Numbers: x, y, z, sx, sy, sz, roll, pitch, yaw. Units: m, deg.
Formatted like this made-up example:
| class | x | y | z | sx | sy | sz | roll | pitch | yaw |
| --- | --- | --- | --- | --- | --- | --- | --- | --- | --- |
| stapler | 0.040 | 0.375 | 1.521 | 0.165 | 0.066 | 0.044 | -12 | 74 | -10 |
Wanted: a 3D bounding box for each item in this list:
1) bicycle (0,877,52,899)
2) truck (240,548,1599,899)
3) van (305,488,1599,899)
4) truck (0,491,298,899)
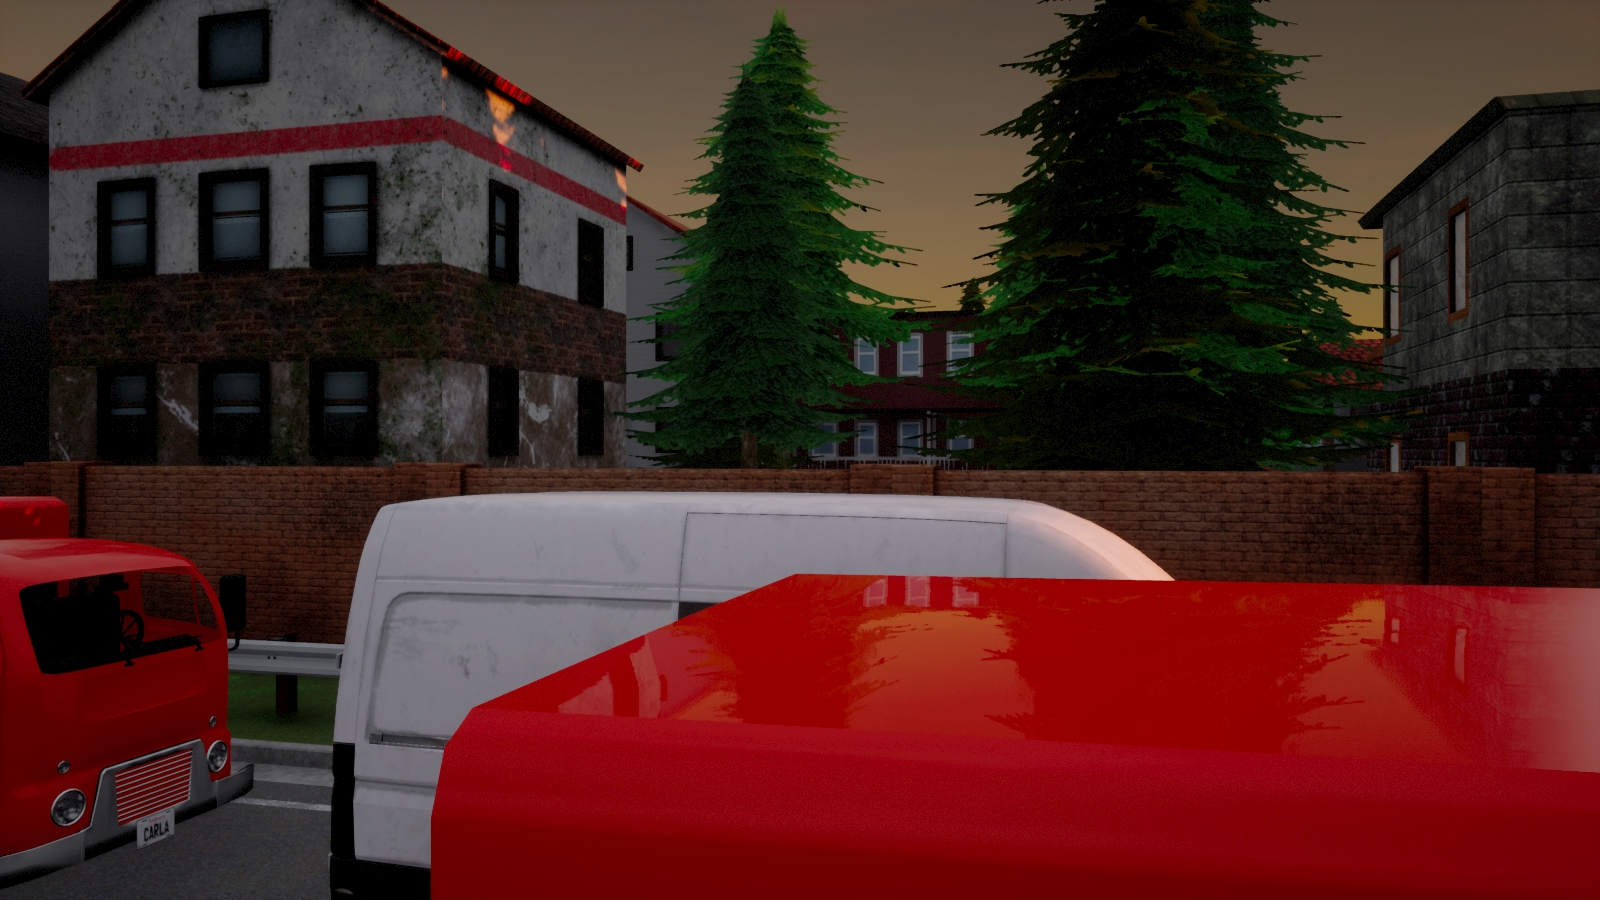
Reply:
| class | x | y | z | sx | sy | sz | roll | pitch | yaw |
| --- | --- | --- | --- | --- | --- | --- | --- | --- | --- |
| bicycle | -3.101 | 2.056 | 3.494 | 1.643 | 1.496 | 0.373 | 0 | 0 | 16 |
| truck | 2.192 | 1.568 | 1.959 | 5.204 | 2.467 | 2.627 | 0 | 0 | 15 |
| van | 0.608 | 1.535 | 6.000 | 5.915 | 2.561 | 1.988 | 0 | 0 | 15 |
| truck | -6.587 | 1.568 | 7.895 | 5.204 | 2.467 | 2.627 | 0 | 0 | 15 |
